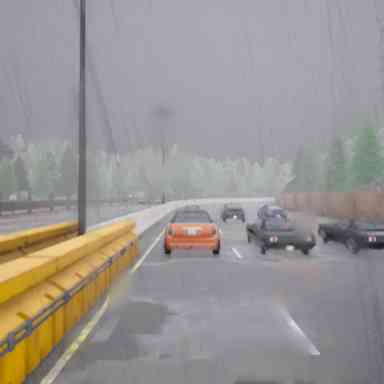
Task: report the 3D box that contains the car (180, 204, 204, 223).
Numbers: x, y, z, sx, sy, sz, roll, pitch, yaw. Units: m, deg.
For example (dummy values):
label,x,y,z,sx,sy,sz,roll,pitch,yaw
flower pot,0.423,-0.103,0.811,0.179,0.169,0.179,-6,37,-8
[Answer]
label,x,y,z,sx,sy,sz,roll,pitch,yaw
car,0.005,1.838,29.322,1.994,1.385,4.181,0,0,1

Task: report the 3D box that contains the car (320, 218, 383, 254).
label,x,y,z,sx,sy,sz,roll,pitch,yaw
car,7.004,1.733,14.104,1.895,1.301,4.718,0,0,0

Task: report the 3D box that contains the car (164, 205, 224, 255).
label,x,y,z,sx,sy,sz,roll,pitch,yaw
car,0.004,1.482,14.083,2.097,1.767,4.553,0,-1,0

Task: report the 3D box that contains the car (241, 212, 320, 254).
label,x,y,z,sx,sy,sz,roll,pitch,yaw
car,3.503,1.733,14.102,1.895,1.301,4.718,0,0,0

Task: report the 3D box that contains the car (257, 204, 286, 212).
label,x,y,z,sx,sy,sz,roll,pitch,yaw
car,7.009,1.799,29.370,1.812,1.442,4.674,0,0,0

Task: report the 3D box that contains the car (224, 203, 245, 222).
label,x,y,z,sx,sy,sz,roll,pitch,yaw
car,3.508,1.781,29.313,1.837,1.490,4.892,0,0,0
